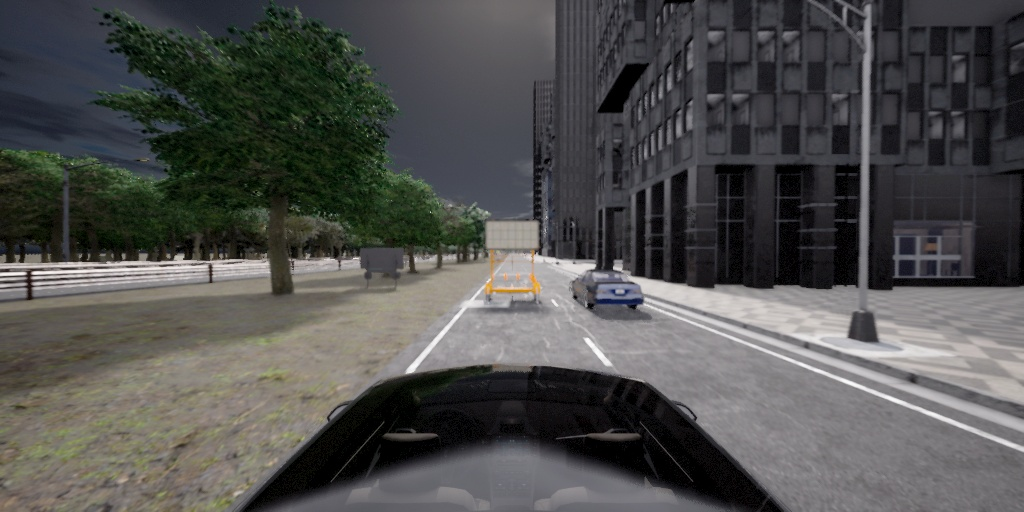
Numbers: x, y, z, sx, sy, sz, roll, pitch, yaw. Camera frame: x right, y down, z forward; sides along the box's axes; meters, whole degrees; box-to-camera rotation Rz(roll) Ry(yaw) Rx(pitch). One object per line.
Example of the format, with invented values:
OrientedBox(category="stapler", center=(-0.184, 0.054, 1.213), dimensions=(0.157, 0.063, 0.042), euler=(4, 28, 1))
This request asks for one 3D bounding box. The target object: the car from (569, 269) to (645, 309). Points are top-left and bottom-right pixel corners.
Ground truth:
OrientedBox(category="car", center=(3.598, 1.223, 14.472), dimensions=(2.033, 1.411, 5.357), euler=(0, 0, 0))

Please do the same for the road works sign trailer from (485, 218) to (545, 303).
OrientedBox(category="road works sign trailer", center=(0.017, 0.131, 15.941), dimensions=(2.380, 3.560, 2.880), euler=(0, 0, 0))
